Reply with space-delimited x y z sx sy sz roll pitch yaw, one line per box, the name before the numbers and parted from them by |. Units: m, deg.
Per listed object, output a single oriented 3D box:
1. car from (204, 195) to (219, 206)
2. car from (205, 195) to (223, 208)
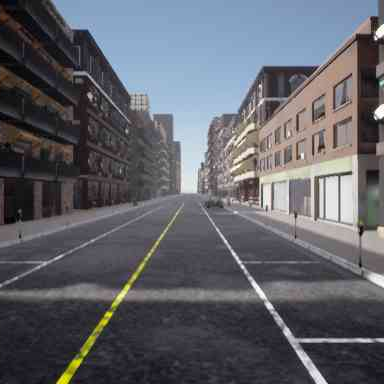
car | 3.113 1.327 53.156 2.097 1.767 4.553 0 0 0
car | 3.112 1.327 46.155 2.097 1.767 4.553 0 0 0
